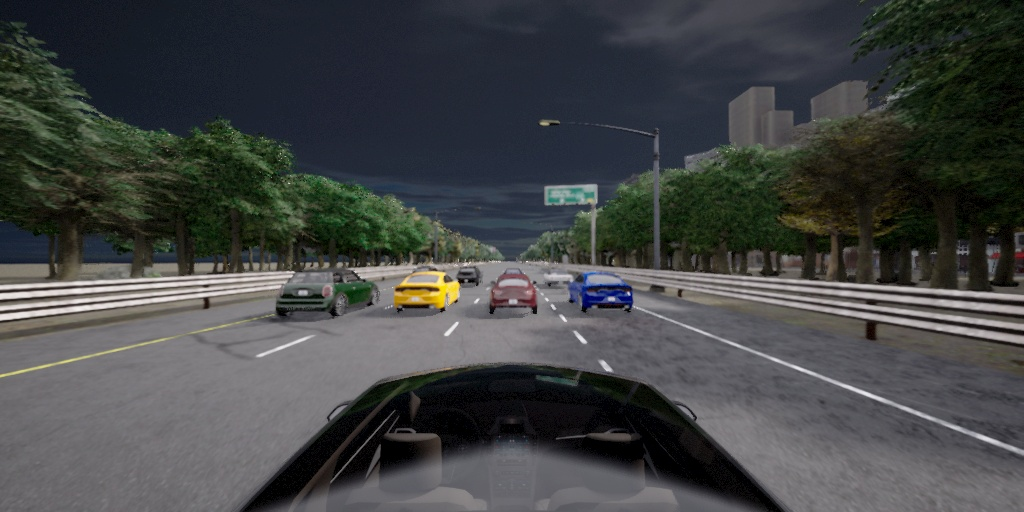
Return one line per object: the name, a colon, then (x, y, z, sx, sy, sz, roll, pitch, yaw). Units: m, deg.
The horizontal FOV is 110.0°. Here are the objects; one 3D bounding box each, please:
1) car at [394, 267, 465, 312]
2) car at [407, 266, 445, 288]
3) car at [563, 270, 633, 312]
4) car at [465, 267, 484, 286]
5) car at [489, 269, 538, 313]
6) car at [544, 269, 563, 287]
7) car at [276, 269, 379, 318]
car: (-3.430, 1.411, 15.264, 1.882, 1.535, 5.008, 0, 0, 1)
car: (-6.902, 1.620, 29.165, 1.837, 1.490, 4.892, 0, 0, 1)
car: (3.570, 1.410, 15.226, 1.882, 1.535, 5.008, 0, -1, 1)
car: (-3.403, 1.620, 29.154, 1.837, 1.490, 4.892, 0, 0, 1)
car: (0.068, 1.453, 14.820, 1.812, 1.442, 4.674, 0, -1, 1)
car: (3.590, 1.706, 28.489, 1.895, 1.301, 4.718, 0, -1, 1)
car: (-6.940, 1.269, 14.066, 2.097, 1.767, 4.553, 0, -1, 1)
